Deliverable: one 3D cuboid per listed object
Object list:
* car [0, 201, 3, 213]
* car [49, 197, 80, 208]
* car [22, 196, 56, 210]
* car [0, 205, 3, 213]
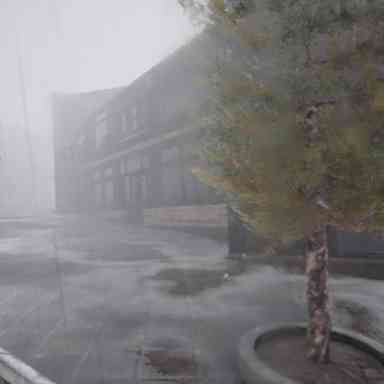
[{"bbox_3d":[-25.611,1.922,40.501,2.231,1.521,4.892,-3,-1,3],"label":"car"},{"bbox_3d":[-21.986,1.854,57.497,2.097,1.535,5.008,-4,-1,20],"label":"car"},{"bbox_3d":[-23.847,1.657,51.796,2.435,2.045,5.566,-4,0,14],"label":"car"},{"bbox_3d":[-21.655,1.654,34.757,1.837,1.490,4.892,-3,0,-6],"label":"car"}]
